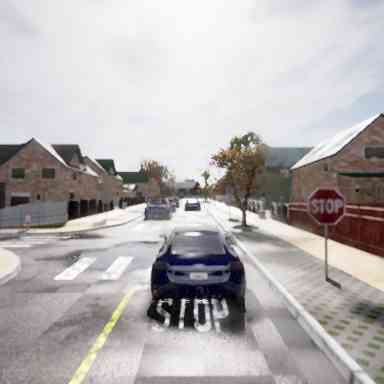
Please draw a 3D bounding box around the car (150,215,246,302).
[{"bbox_3d":[0.107,1.529,8.361,1.994,1.385,4.181,0,1,-1],"label":"car"}]

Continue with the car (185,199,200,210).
[{"bbox_3d":[0.079,1.583,43.239,1.994,1.385,4.181,0,0,0],"label":"car"}]

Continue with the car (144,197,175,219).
[{"bbox_3d":[-2.845,1.350,28.754,2.097,1.767,4.553,0,0,0],"label":"car"}]

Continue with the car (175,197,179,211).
[{"bbox_3d":[-2.839,1.516,38.859,1.837,1.490,4.892,0,0,0],"label":"car"}]

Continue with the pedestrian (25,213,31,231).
[{"bbox_3d":[-9.908,1.797,20.095,0.500,1.100,0.500,0,-2,5],"label":"pedestrian"}]
